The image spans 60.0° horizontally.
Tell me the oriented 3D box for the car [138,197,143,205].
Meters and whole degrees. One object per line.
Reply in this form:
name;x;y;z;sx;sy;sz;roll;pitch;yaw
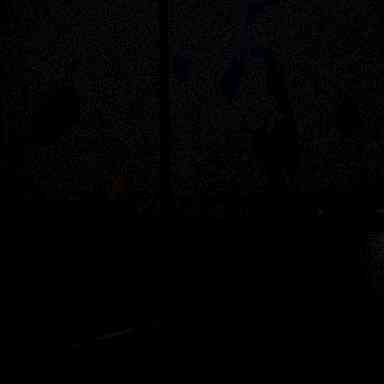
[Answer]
car;-7.756;0.805;41.166;1.882;1.535;5.008;-2;2;-35

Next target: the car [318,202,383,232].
car;8.874;1.227;17.626;1.994;1.385;4.181;-2;2;-35
